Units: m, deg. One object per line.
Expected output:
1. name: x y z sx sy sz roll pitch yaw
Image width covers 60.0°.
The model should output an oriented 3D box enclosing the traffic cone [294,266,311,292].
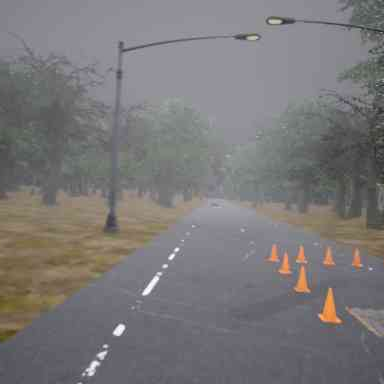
1. traffic cone: 2.803 2.188 8.444 0.340 0.580 0.340 3 -1 4

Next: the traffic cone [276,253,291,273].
1. traffic cone: 2.938 2.217 10.439 0.340 0.580 0.340 3 -1 4

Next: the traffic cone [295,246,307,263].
1. traffic cone: 4.068 2.294 12.367 0.340 0.580 0.340 3 -1 4

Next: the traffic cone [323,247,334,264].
1. traffic cone: 5.063 2.342 12.299 0.340 0.580 0.340 3 -1 4

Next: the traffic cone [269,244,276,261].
1. traffic cone: 3.072 2.247 12.434 0.340 0.580 0.340 3 -1 4

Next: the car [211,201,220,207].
1. car: 5.390 2.702 76.440 2.033 1.411 5.357 3 -1 4

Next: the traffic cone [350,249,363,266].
1. traffic cone: 6.059 2.390 12.231 0.340 0.580 0.340 3 -1 4

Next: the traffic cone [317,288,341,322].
1. traffic cone: 2.668 2.159 6.449 0.340 0.580 0.340 3 -1 4
